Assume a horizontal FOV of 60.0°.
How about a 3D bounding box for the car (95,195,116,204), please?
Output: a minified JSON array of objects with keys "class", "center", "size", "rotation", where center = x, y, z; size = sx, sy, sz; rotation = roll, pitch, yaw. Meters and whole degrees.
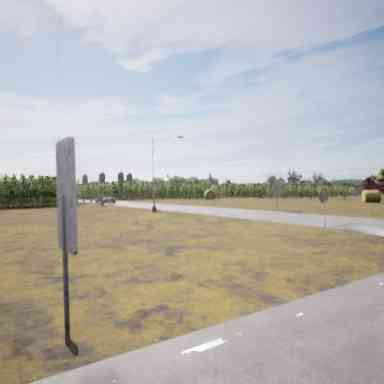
[{"class":"car","center":[-13.926,1.160,53.414],"size":[1.895,1.301,4.718],"rotation":[-2,1,-36]}]
